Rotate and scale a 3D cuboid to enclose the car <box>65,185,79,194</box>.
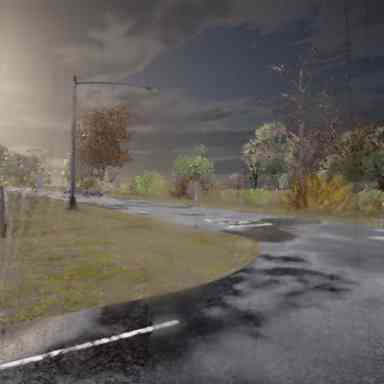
[{"bbox_3d":[-20.643,-0.381,57.701,2.128,1.511,4.902,1,1,-36],"label":"car"}]

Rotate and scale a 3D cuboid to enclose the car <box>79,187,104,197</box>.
[{"bbox_3d":[-14.841,0.046,49.592,1.895,1.301,4.718,1,1,-36],"label":"car"}]
